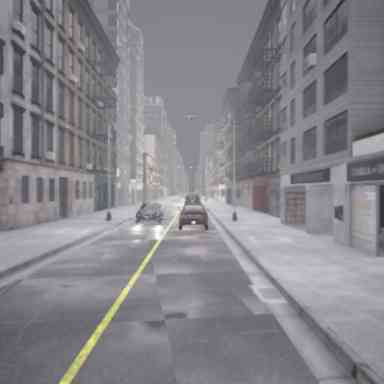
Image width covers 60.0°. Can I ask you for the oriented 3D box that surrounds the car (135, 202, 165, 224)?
[{"bbox_3d":[-3.100,1.521,25.217,1.837,1.490,4.892,0,0,0],"label":"car"}]

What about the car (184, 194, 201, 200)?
[{"bbox_3d":[0.093,1.246,45.006,2.150,2.045,5.566,0,0,0],"label":"car"}]

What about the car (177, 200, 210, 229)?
[{"bbox_3d":[0.095,1.522,21.960,1.837,1.490,4.892,0,1,0],"label":"car"}]
